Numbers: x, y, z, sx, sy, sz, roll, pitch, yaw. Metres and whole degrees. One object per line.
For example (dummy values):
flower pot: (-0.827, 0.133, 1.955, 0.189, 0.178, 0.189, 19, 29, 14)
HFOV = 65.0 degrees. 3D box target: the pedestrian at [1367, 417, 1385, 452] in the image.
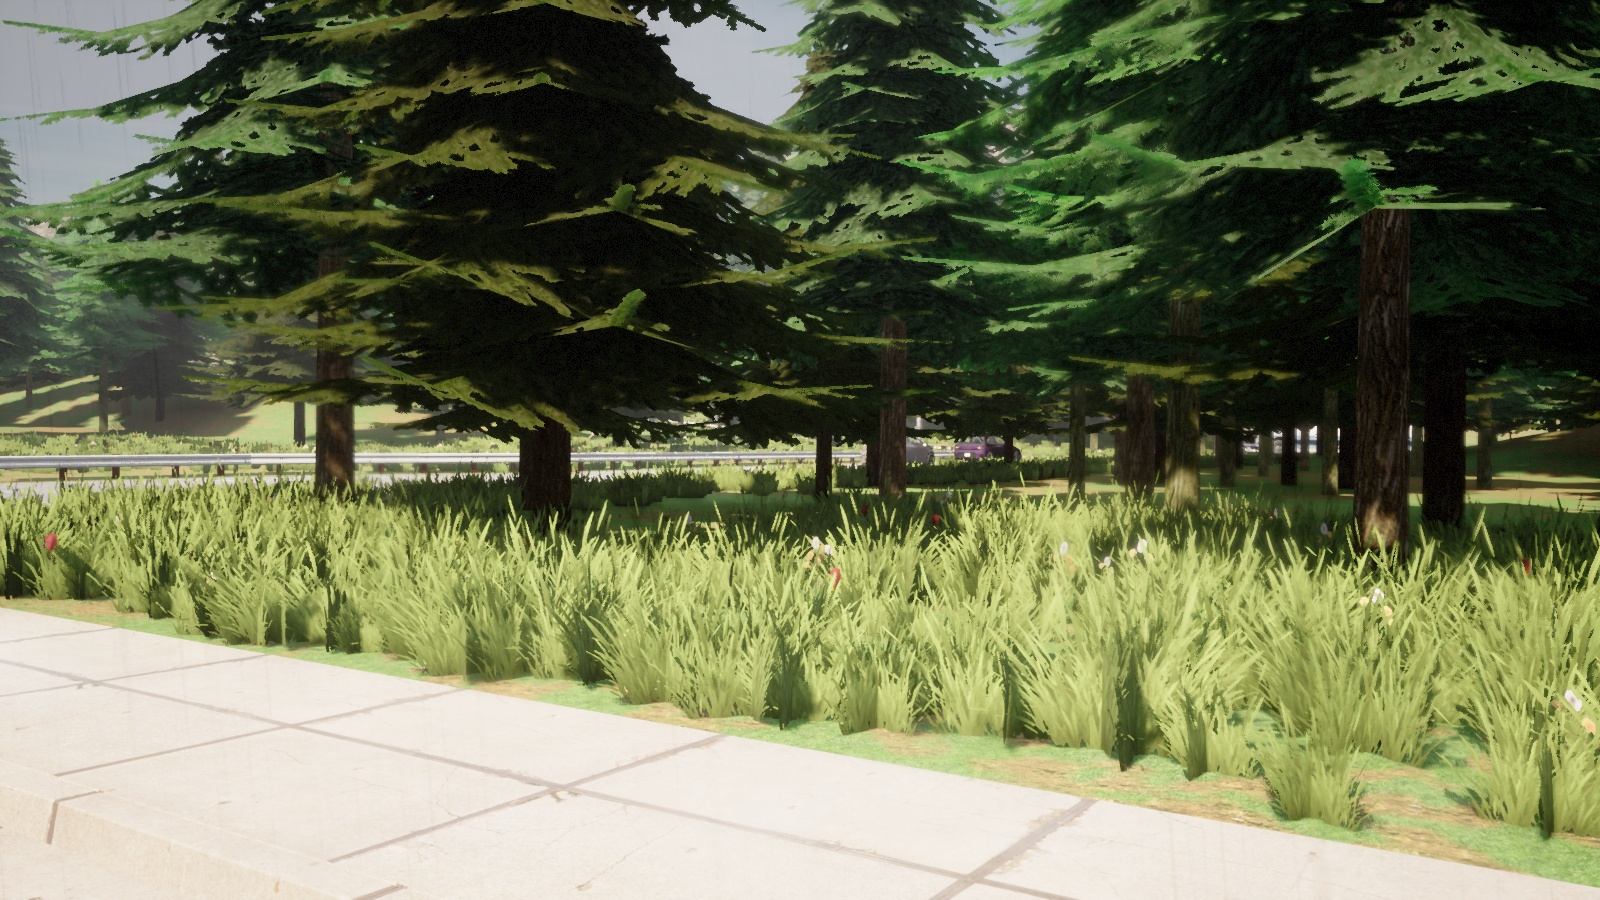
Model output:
pedestrian: (31.968, -0.875, 69.722, 0.788, 1.949, 0.423, -1, 1, -12)

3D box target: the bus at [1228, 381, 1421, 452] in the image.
bus: (32.217, -2.022, 77.512, 10.273, 4.253, 3.944, 0, 1, 4)

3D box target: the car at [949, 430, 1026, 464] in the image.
car: (8.648, -0.148, 57.729, 1.816, 1.474, 4.193, 0, 1, 35)

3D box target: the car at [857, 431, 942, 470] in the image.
car: (4.080, -0.017, 51.140, 1.845, 1.501, 3.633, 0, 1, 35)
